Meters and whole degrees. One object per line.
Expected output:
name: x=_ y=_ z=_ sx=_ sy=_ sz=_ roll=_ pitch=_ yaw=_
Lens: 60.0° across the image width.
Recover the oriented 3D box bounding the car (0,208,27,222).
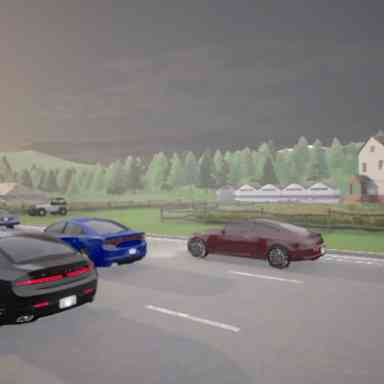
car: x=-13.642 y=1.778 z=22.321 sx=5.357 sy=1.411 sz=2.033 roll=-1 pitch=0 yaw=36

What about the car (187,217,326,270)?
car: x=1.990 y=1.571 z=11.172 sx=4.674 sy=1.442 sz=1.812 roll=-1 pitch=0 yaw=36

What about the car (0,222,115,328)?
car: x=-3.999 y=1.573 z=6.844 sx=4.892 sy=1.490 sz=1.837 roll=-1 pitch=0 yaw=35

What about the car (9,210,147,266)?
car: x=-3.713 y=1.566 z=10.941 sx=5.008 sy=1.535 sz=1.882 roll=-1 pitch=0 yaw=35

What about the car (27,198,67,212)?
car: x=-14.525 y=1.514 z=33.787 sx=1.905 sy=1.878 sz=3.866 roll=-1 pitch=0 yaw=35
